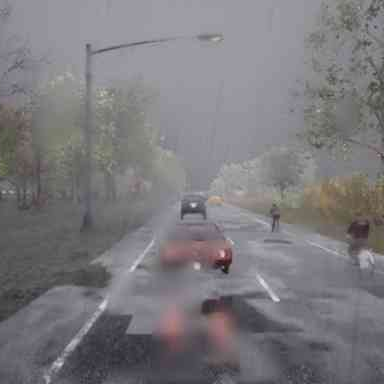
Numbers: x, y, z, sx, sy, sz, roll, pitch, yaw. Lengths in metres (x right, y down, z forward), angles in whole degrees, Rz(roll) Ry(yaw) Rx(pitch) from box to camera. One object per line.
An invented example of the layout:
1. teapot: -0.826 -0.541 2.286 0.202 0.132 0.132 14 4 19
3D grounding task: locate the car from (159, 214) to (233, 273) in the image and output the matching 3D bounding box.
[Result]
1. car: 0.105 1.593 10.628 1.895 1.301 4.718 0 0 0

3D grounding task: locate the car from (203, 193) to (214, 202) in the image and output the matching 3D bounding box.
1. car: 3.558 1.181 73.351 2.150 2.045 5.566 0 0 0

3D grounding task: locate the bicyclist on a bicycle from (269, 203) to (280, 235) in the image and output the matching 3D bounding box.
1. bicyclist on a bicycle: 4.479 1.443 17.946 0.582 1.620 1.656 0 0 0

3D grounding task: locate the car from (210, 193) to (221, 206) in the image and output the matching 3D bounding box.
1. car: 3.641 1.444 53.712 1.882 1.535 5.008 0 0 0

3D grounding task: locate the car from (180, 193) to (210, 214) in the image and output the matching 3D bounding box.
1. car: 0.120 1.201 29.179 2.150 2.045 5.566 0 0 0

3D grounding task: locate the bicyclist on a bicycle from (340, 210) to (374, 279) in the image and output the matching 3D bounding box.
1. bicyclist on a bicycle: 4.472 1.366 9.135 0.659 1.776 1.843 0 0 0
